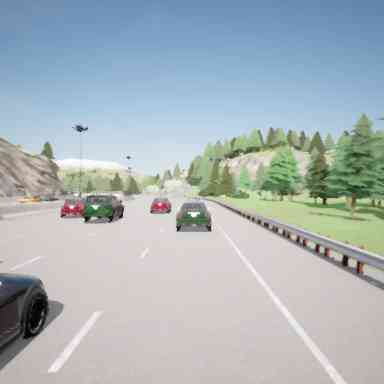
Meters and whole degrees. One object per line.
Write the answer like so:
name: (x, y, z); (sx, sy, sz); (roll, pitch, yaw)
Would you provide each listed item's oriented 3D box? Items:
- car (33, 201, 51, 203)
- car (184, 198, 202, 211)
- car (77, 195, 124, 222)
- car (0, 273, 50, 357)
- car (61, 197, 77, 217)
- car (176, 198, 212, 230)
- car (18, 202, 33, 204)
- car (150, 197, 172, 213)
car: (-24.522, 1.487, 56.718); (1.882, 1.535, 5.008); (0, 0, 1)
car: (0.112, 1.498, 41.872); (2.128, 1.511, 4.902); (0, 0, 0)
car: (-6.893, 1.226, 26.375); (2.150, 2.045, 5.566); (0, 0, 0)
car: (-3.399, 1.565, 3.942); (1.994, 1.385, 4.181); (0, 0, 0)
car: (-10.392, 1.357, 30.855); (2.097, 1.767, 4.553); (0, 0, 0)
car: (0.105, 1.355, 21.113); (2.097, 1.767, 4.553); (0, 0, 0)
car: (-28.015, 1.488, 57.277); (1.882, 1.535, 5.008); (0, 0, 1)
car: (-3.390, 1.358, 37.315); (2.097, 1.767, 4.553); (0, 0, 0)
